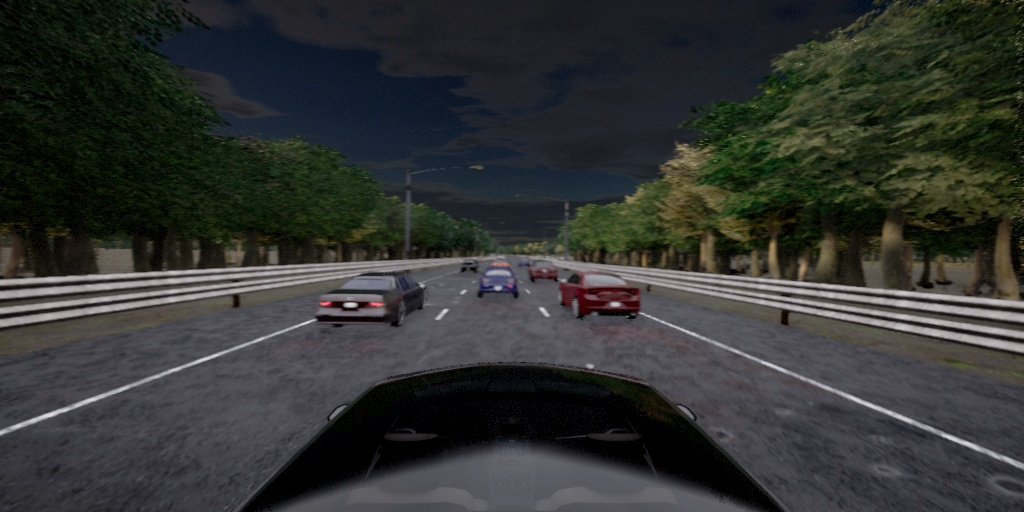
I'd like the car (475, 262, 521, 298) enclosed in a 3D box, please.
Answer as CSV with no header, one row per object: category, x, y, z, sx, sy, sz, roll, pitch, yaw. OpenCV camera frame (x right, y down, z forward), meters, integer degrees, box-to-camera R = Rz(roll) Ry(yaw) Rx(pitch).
car,-0.681,1.231,18.080,1.812,1.442,4.674,1,0,-2

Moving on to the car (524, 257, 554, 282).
car,2.401,1.116,29.044,2.097,1.767,4.553,1,0,-1

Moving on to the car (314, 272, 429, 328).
car,-3.920,1.200,10.984,2.033,1.411,5.357,1,0,-2

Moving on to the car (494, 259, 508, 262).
car,-1.176,1.053,38.064,2.097,1.767,4.553,1,0,-1

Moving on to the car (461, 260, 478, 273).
car,-4.723,1.140,41.100,1.837,1.490,4.892,1,0,-1

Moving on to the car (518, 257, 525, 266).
car,2.182,1.118,64.846,2.097,1.767,4.553,1,0,1

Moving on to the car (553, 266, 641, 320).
car,2.919,1.273,12.921,1.882,1.535,5.008,1,0,-2
